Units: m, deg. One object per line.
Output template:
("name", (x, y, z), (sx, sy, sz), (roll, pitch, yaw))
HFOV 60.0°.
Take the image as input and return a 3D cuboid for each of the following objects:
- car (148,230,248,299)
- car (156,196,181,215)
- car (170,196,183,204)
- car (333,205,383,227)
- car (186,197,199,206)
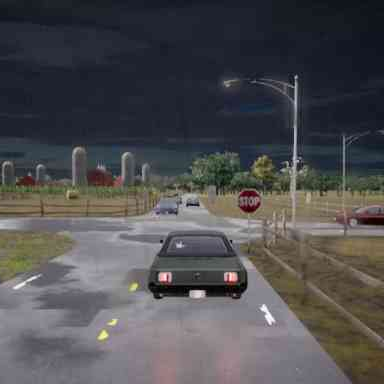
("car", (0.107, 1.595, 8.361), (1.895, 1.301, 4.718), (0, 0, 0))
("car", (-2.472, 1.323, 32.748), (2.097, 1.767, 4.553), (0, 0, -4))
("car", (-2.757, 1.482, 60.198), (1.994, 1.385, 4.181), (0, 0, 1))
("car", (12.842, 1.718, 23.988), (5.008, 1.535, 1.882), (1, 1, 1))
("car", (0.127, 1.500, 51.732), (1.994, 1.385, 4.181), (0, 0, 0))
